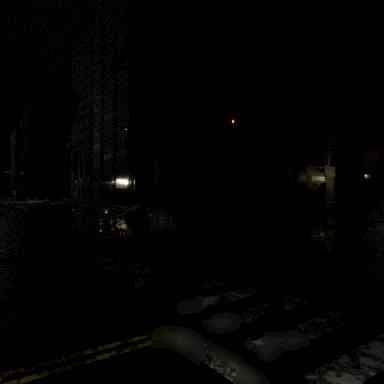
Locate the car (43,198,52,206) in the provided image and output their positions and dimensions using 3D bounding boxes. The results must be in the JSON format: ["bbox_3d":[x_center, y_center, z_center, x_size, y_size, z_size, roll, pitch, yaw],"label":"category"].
[{"bbox_3d":[-26.507,1.802,62.419,2.128,1.511,4.902,1,-1,-36],"label":"car"}]

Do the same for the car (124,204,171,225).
[{"bbox_3d":[-3.390,1.607,24.340,1.812,1.442,4.674,1,-1,-37],"label":"car"}]

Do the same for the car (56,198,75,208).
[{"bbox_3d":[-20.708,1.790,54.249,1.812,1.442,4.674,1,-1,-35],"label":"car"}]

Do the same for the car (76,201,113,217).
[{"bbox_3d":[-9.339,1.619,32.705,2.128,1.511,4.902,1,-1,-36],"label":"car"}]

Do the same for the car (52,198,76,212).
[{"bbox_3d":[-15.490,1.724,41.394,2.033,1.411,5.357,1,-1,-34],"label":"car"}]
